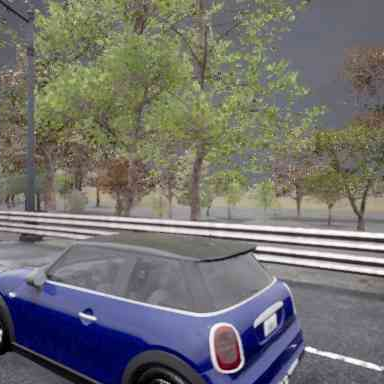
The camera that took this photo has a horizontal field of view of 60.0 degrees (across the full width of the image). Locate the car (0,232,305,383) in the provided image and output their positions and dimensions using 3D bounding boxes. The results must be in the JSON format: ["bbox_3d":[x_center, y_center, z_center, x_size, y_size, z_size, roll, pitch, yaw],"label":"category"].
[{"bbox_3d":[-0.957,1.344,4.551,4.553,1.767,2.097,0,0,35],"label":"car"}]
